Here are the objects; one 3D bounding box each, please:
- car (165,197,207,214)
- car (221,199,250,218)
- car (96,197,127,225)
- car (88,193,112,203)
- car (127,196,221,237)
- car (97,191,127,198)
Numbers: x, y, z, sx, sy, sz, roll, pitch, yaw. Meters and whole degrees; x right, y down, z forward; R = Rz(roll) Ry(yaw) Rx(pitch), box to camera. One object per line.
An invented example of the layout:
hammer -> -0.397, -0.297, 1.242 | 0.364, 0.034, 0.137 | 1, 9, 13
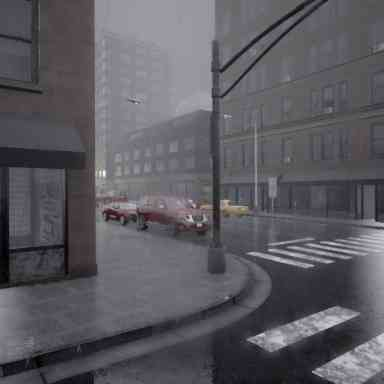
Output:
car -> -0.647, 1.204, 30.978 | 1.802, 1.307, 4.206 | 1, 0, -36
car -> 2.466, 1.222, 26.674 | 1.752, 1.417, 4.829 | 1, 0, -36
car -> -4.348, 1.288, 21.548 | 1.887, 1.381, 4.507 | 1, 0, -36
car -> -13.495, 0.883, 48.748 | 2.008, 1.369, 4.403 | 1, 0, -36
car -> -1.132, 1.138, 17.106 | 2.192, 1.841, 5.009 | 1, 0, -36
car -> -10.280, 0.717, 44.304 | 2.192, 1.841, 5.009 | 1, 0, -36
